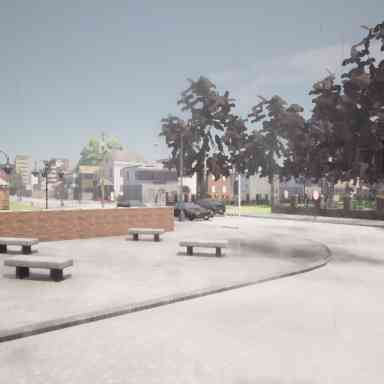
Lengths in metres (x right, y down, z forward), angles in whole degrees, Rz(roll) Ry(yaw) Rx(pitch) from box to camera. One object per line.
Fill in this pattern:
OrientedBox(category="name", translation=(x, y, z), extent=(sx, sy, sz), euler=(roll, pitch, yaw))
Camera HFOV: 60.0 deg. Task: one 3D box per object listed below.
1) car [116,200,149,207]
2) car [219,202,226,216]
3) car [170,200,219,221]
OrientedBox(category="car", translation=(-6.526, 1.547, 36.166), extent=(2.033, 1.411, 5.357), euler=(0, 0, -35))
OrientedBox(category="car", translation=(1.264, 1.504, 32.358), extent=(1.837, 1.490, 4.892), euler=(0, 0, -35))
OrientedBox(category="car", translation=(-0.451, 1.547, 27.588), extent=(2.033, 1.411, 5.357), euler=(0, 0, -35))
